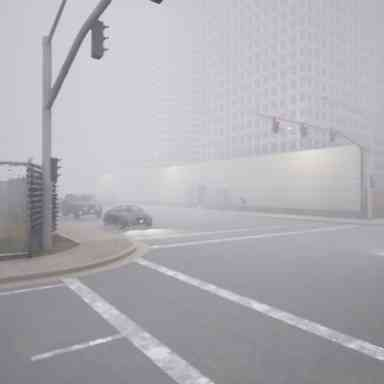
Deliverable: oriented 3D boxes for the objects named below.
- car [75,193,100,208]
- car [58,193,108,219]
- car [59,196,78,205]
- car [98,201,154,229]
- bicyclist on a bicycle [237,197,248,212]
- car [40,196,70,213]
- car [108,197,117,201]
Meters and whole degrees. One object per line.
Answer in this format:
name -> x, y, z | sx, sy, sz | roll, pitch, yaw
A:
car -> -15.722, 1.218, 49.948 | 2.150, 2.045, 5.566 | 0, 0, -33
car -> -9.601, 1.195, 28.964 | 2.150, 2.045, 5.566 | 0, 0, -35
car -> -21.720, 1.501, 58.291 | 1.837, 1.490, 4.892 | 0, 0, -35
car -> -4.125, 1.537, 21.249 | 1.994, 1.385, 4.181 | 0, 0, -35
bicyclist on a bicycle -> 5.279, 1.326, 34.749 | 1.656, 1.620, 0.582 | 0, 0, -35
car -> -15.252, 1.325, 36.937 | 2.097, 1.767, 4.553 | 0, 0, -35
car -> -13.526, 1.500, 52.971 | 2.128, 1.511, 4.902 | 0, 0, -35
